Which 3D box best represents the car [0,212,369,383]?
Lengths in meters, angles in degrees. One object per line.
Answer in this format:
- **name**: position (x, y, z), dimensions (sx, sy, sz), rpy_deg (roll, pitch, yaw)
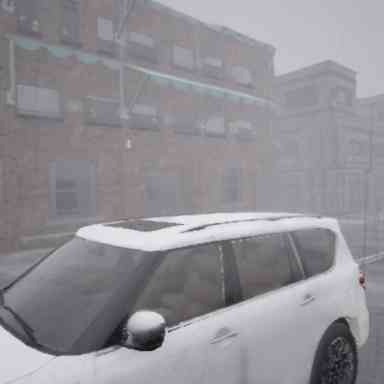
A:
- **car**: position (-0.334, 1.281, 3.308), dimensions (5.566, 2.045, 2.150), rpy_deg (0, -1, -39)
